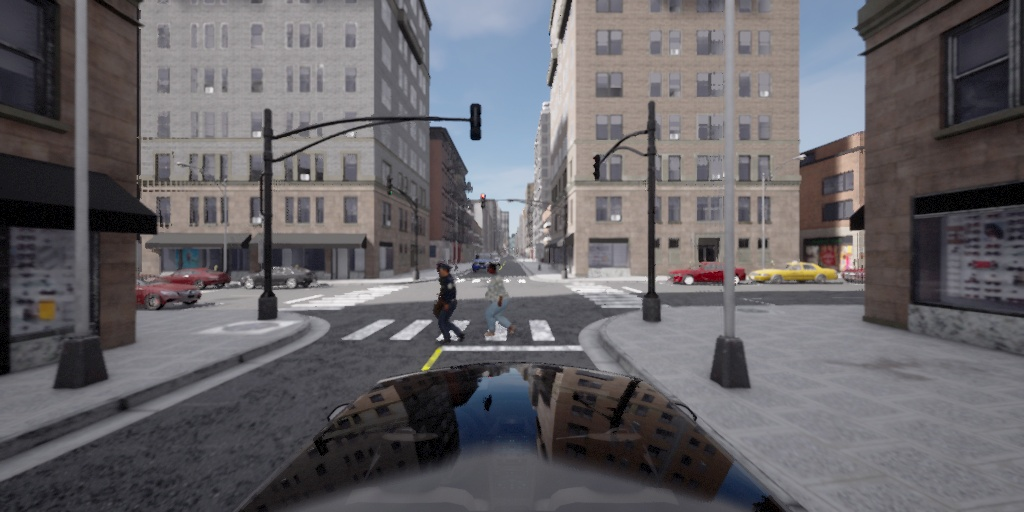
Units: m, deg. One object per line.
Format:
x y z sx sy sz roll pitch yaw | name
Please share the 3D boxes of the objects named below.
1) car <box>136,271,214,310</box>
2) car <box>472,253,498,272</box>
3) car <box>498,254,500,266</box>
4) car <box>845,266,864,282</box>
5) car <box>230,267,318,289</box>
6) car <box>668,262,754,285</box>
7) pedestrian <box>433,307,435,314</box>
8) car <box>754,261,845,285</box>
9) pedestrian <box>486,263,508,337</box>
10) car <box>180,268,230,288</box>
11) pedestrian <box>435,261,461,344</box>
-14.665 1.377 14.080 4.207 1.307 1.802 0 0 0 | car
-3.119 0.719 40.408 2.150 2.045 5.566 0 1 1 | car
-3.102 0.578 59.119 2.150 2.045 5.566 0 0 0 | car
23.109 0.999 22.376 4.207 1.307 1.802 0 0 0 | car
-14.640 1.333 22.605 4.403 1.370 2.007 0 0 0 | car
12.123 1.067 22.443 4.507 1.381 1.888 0 0 0 | car
-1.751 0.999 9.148 0.375 1.860 0.375 0 0 0 | pedestrian
17.445 0.995 22.410 4.829 1.417 1.751 0 0 0 | car
-0.361 1.003 8.549 0.375 1.860 0.375 0 0 0 | pedestrian
-20.168 1.420 22.639 4.207 1.307 1.802 0 0 0 | car
-1.412 1.007 7.948 0.375 1.860 0.375 0 0 0 | pedestrian
